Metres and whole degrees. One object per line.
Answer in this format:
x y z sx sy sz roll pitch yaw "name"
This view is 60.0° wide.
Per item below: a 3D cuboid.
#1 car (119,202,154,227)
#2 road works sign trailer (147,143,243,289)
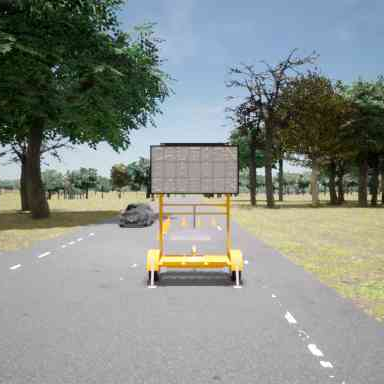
-3.662 1.503 22.549 1.837 1.490 4.892 0 0 0 "car"
0.067 0.461 9.161 2.380 3.560 2.880 0 0 0 "road works sign trailer"
